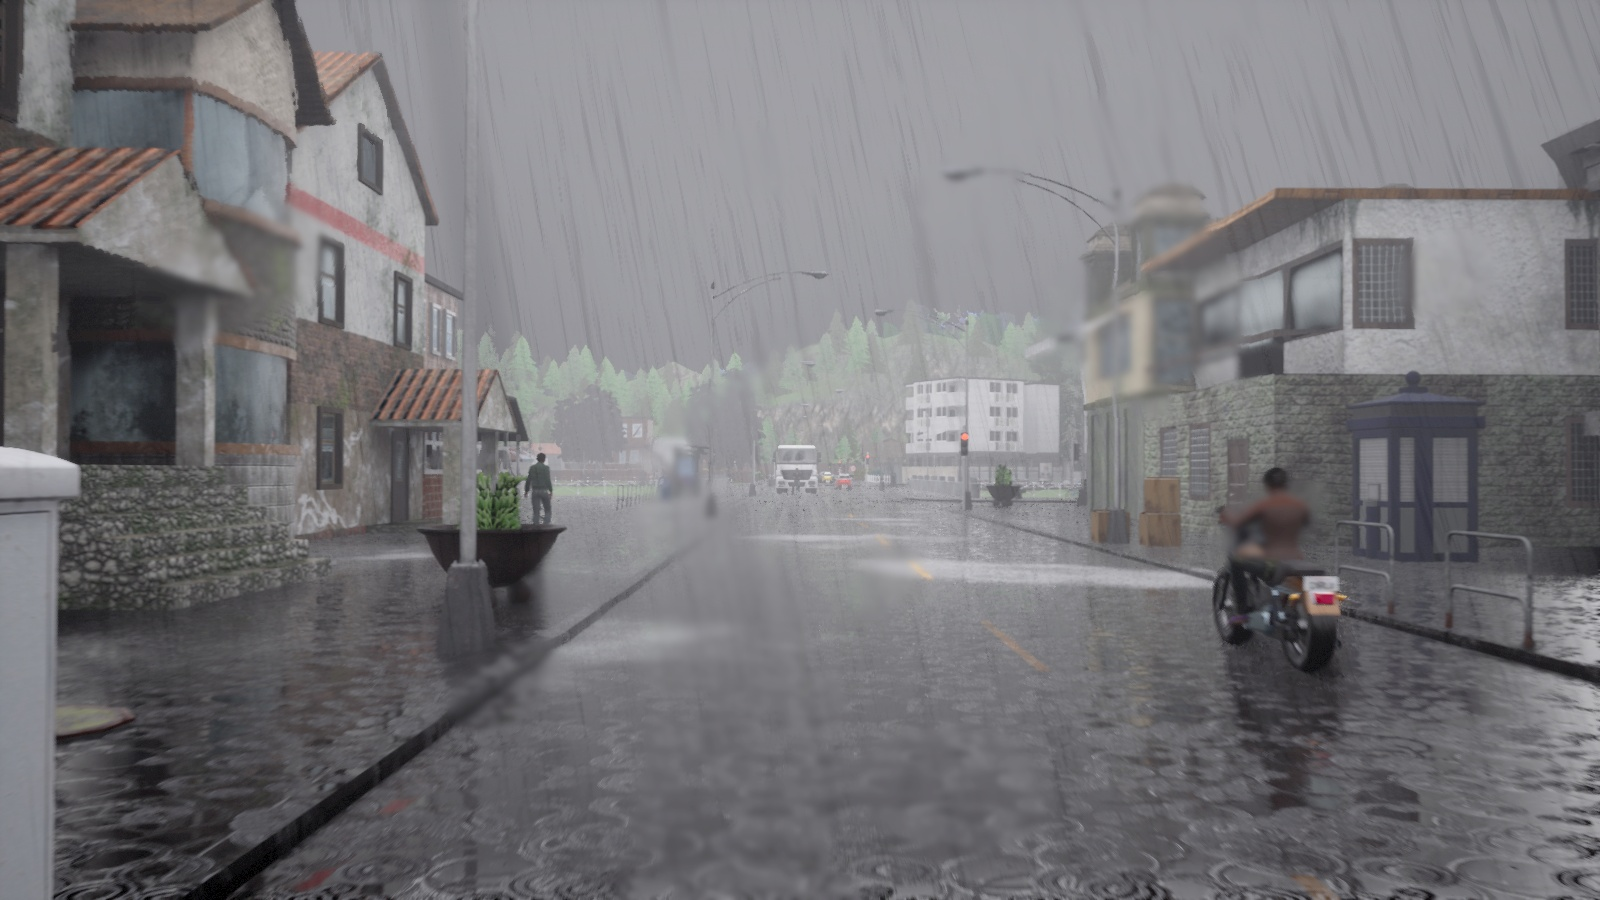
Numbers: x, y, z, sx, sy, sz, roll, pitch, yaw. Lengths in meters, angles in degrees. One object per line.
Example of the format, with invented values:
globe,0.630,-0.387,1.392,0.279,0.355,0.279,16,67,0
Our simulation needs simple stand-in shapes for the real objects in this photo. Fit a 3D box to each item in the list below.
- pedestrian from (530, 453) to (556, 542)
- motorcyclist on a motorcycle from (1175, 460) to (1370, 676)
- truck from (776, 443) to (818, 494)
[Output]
pedestrian,-5.414,0.989,26.431,0.353,1.847,0.614,0,-1,8
motorcyclist on a motorcycle,3.973,0.930,10.803,0.766,1.649,2.350,0,-1,0
truck,-0.224,1.344,90.198,2.891,3.462,7.936,0,-1,0
